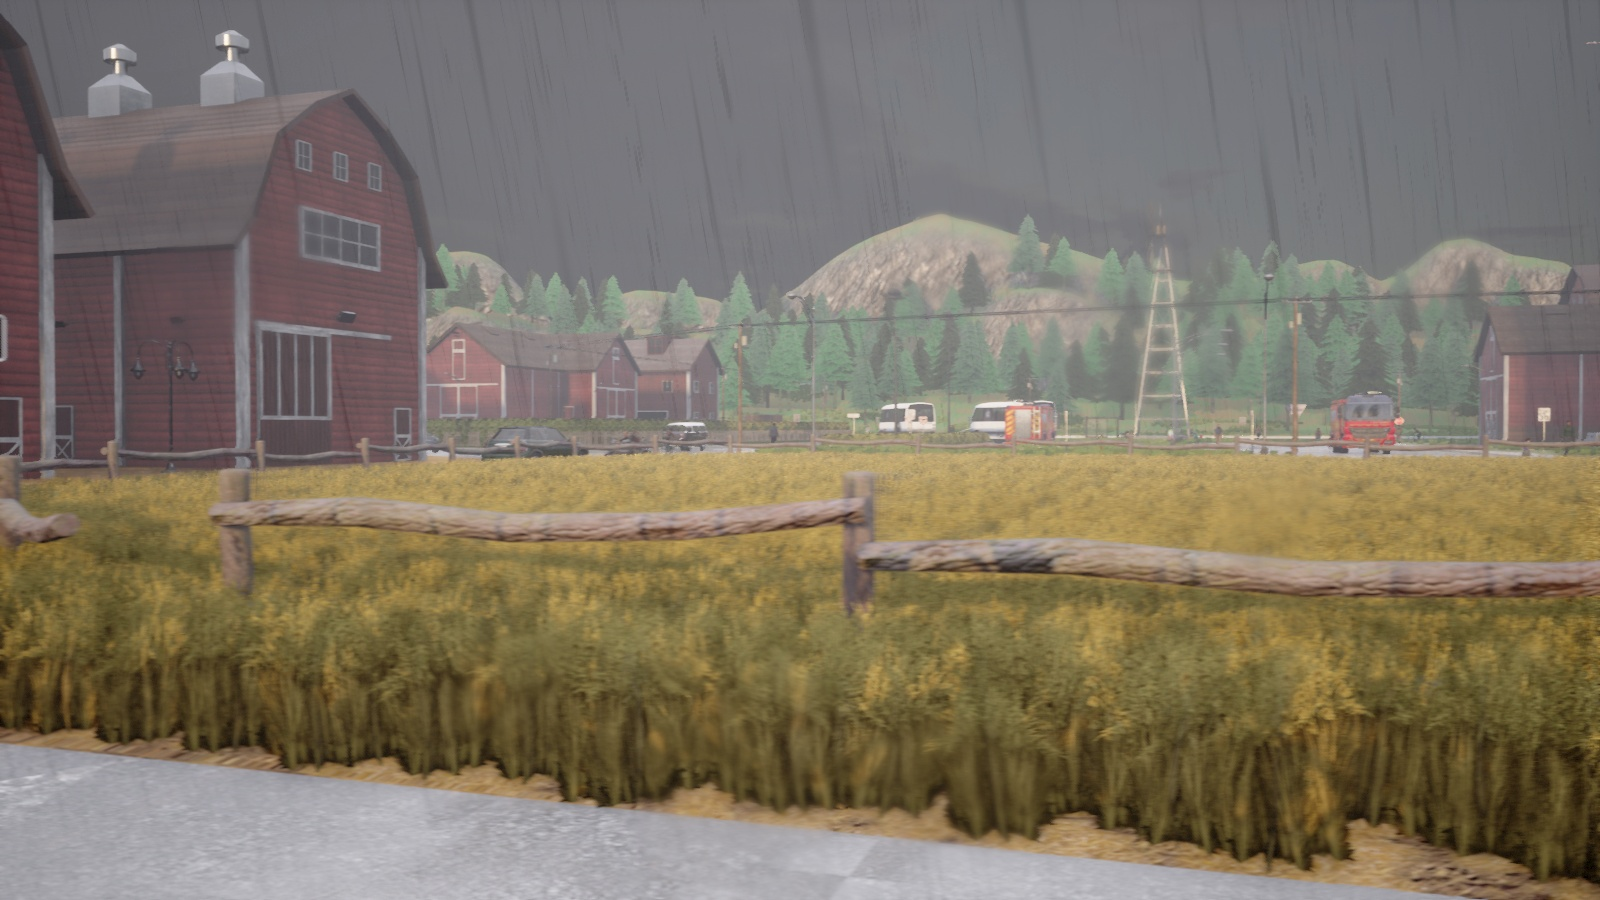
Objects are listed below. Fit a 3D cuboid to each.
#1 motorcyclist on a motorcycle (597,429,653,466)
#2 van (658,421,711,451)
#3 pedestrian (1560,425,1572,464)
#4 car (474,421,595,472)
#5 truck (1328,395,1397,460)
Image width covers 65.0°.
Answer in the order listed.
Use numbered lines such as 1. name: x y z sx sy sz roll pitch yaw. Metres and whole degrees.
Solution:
1. motorcyclist on a motorcycle: -7.439 -0.101 53.259 2.191 1.530 0.866 0 2 -24
2. van: -7.974 -0.981 86.992 2.069 2.038 4.480 1 1 18
3. pedestrian: 36.424 -0.275 59.732 0.353 1.847 0.614 1 1 21
4. car: -9.615 -0.154 45.879 2.097 1.767 4.553 1 1 22
5. truck: 34.946 -1.423 78.302 2.891 3.827 8.468 1 1 18
